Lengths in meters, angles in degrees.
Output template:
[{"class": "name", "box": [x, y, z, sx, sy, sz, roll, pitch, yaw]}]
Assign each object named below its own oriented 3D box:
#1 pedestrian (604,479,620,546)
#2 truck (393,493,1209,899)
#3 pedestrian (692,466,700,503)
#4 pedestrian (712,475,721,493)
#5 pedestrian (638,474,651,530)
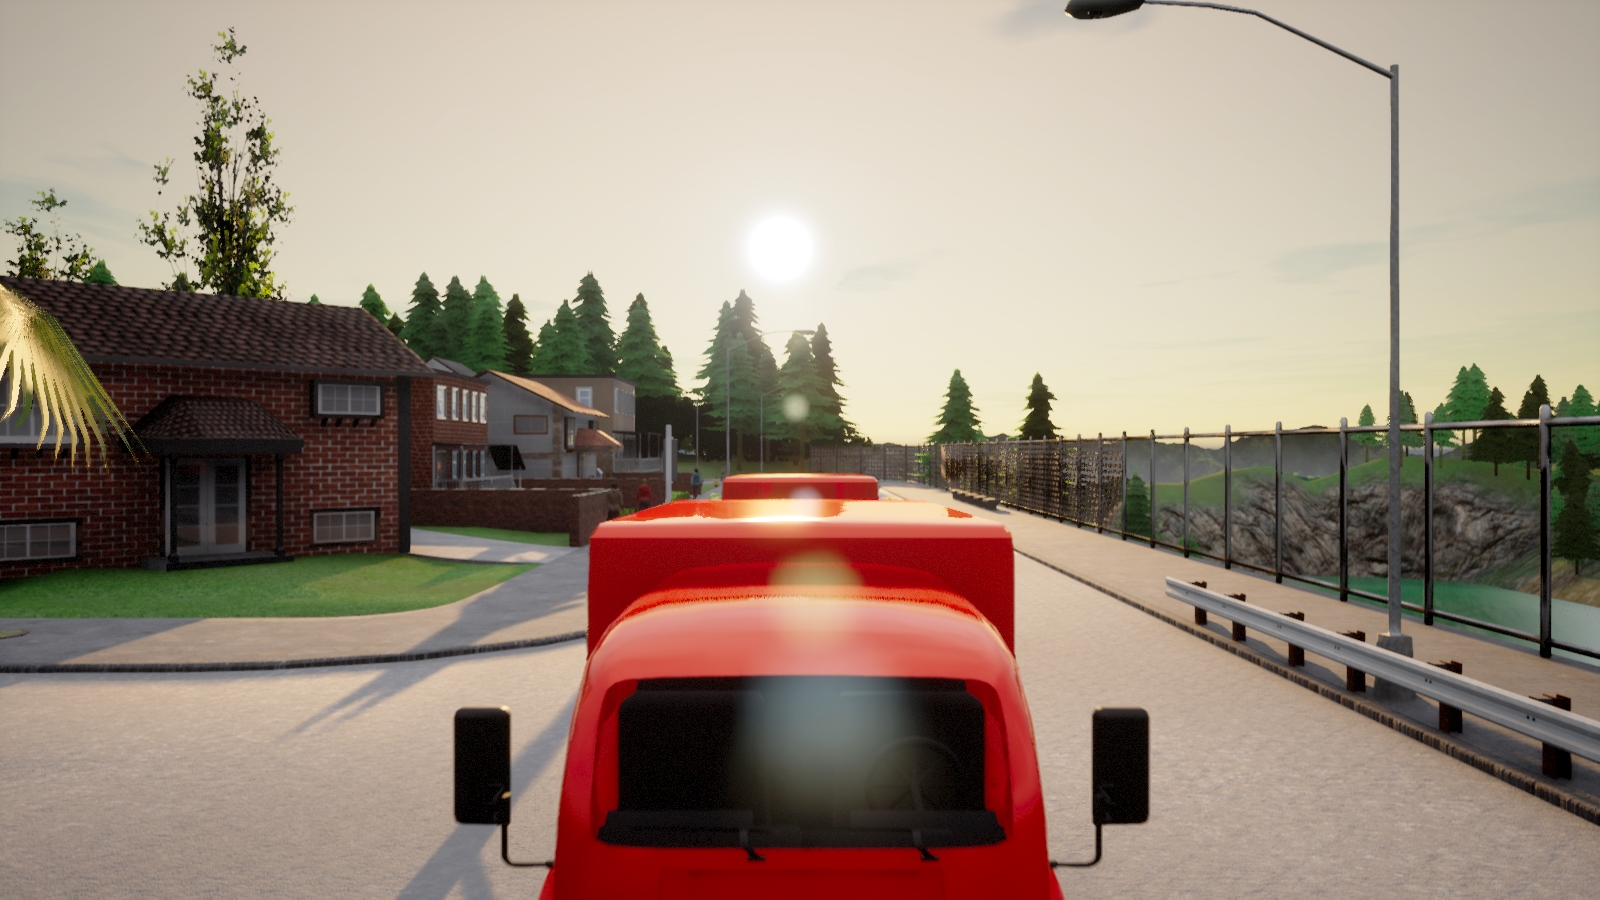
[{"class": "pedestrian", "box": [-5.304, 1.758, 32.263, 0.375, 1.860, 0.375, 0, 0, 0]}, {"class": "truck", "box": [0.004, 1.571, 6.279, 2.627, 2.467, 5.204, 0, 0, 0]}, {"class": "pedestrian", "box": [-5.292, 1.769, 58.107, 0.375, 1.860, 0.375, 0, 0, 0]}, {"class": "pedestrian", "box": [-5.293, 2.152, 72.498, 0.500, 1.100, 0.500, 0, 0, 0]}, {"class": "pedestrian", "box": [-5.290, 1.761, 38.834, 0.375, 1.860, 0.375, 0, 0, 0]}]
